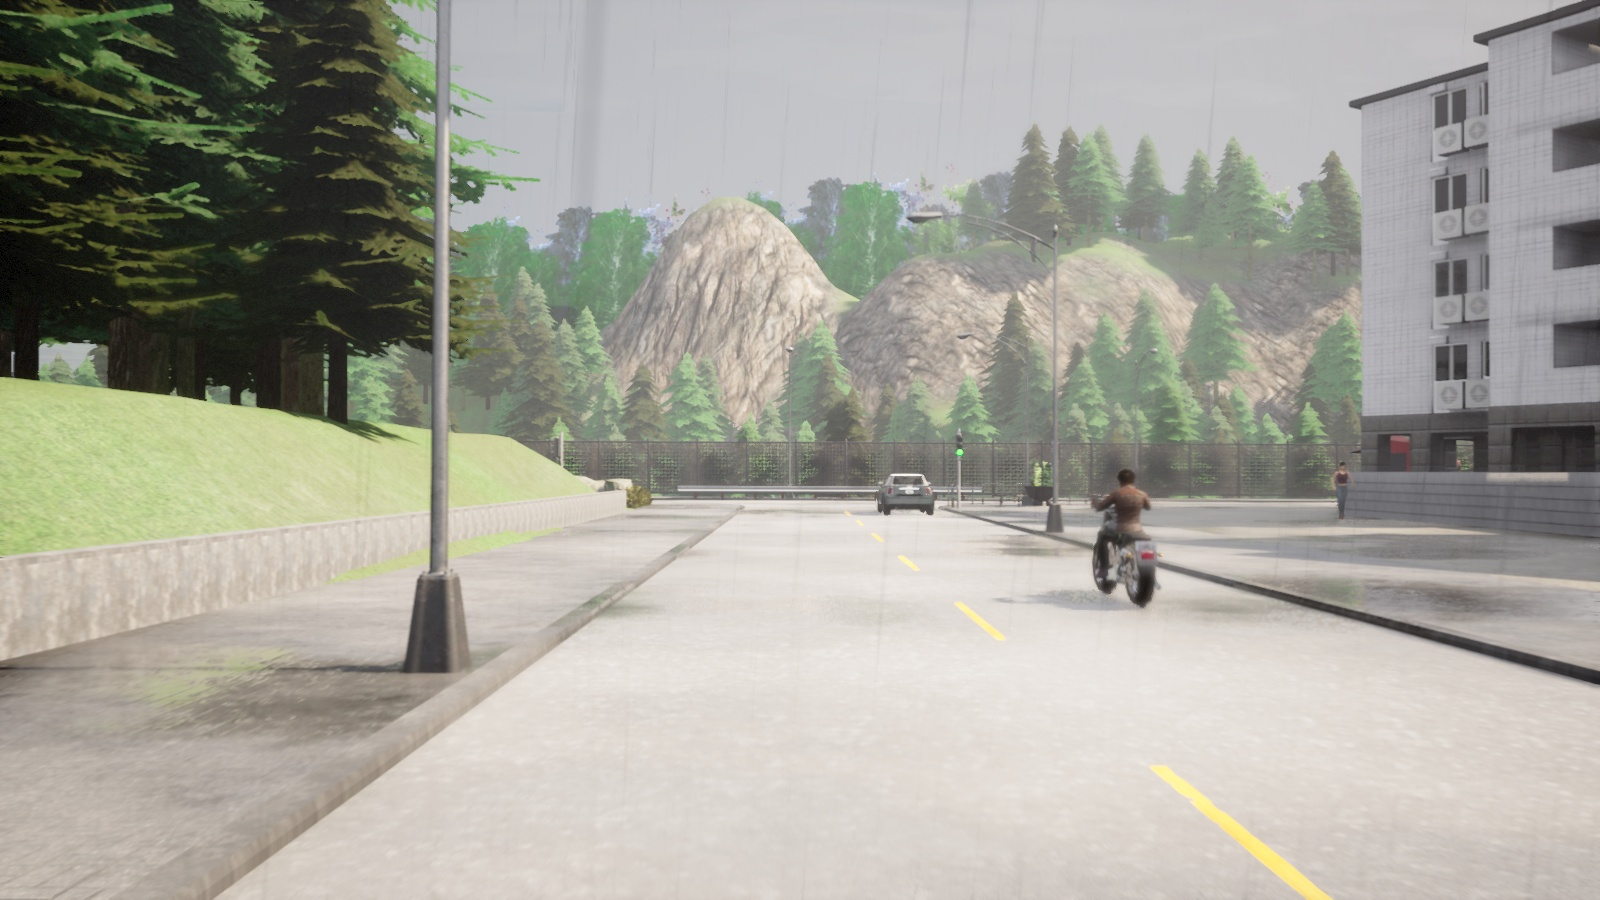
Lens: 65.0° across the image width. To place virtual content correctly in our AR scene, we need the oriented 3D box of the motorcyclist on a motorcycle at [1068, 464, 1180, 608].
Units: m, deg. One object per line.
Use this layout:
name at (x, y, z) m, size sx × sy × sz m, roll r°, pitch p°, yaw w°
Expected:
motorcyclist on a motorcycle at (3.964, 1.010, 15.591) m, size 0.766 × 1.649 × 2.350 m, roll 0°, pitch -1°, yaw 0°

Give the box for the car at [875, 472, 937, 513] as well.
car at (3.893, 1.546, 46.661) m, size 1.970 × 1.475 × 3.806 m, roll 0°, pitch -1°, yaw 0°

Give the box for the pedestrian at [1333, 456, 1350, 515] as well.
pedestrian at (17.193, 1.123, 39.881) m, size 0.345 × 1.836 × 0.594 m, roll 0°, pitch -1°, yaw 9°
